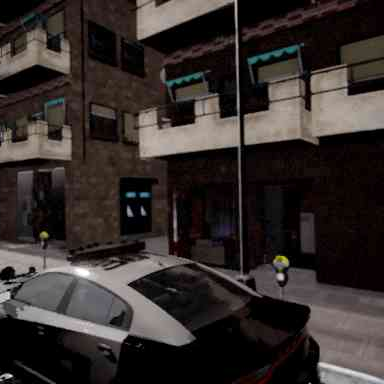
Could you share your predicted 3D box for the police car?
[{"bbox_3d":[-1.165,1.468,4.247,5.238,1.638,1.930,-1,-1,35],"label":"police car"}]
